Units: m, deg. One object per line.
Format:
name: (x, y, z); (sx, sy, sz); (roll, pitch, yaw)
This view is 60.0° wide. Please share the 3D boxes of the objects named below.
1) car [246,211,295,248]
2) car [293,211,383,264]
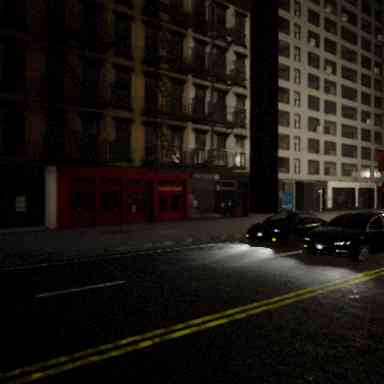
car: (4.407, 1.554, 14.812); (4.181, 1.385, 1.994); (0, 0, -35)
car: (6.027, 1.495, 11.976); (4.892, 1.490, 1.837); (0, 0, -35)
